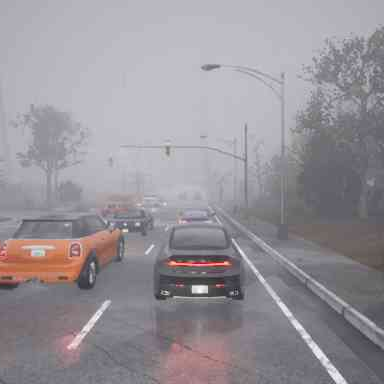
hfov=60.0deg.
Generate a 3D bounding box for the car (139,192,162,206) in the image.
[{"bbox_3d":[-6.297,1.220,50.583,2.150,2.045,5.566,0,0,1],"label":"car"}]

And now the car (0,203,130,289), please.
[{"bbox_3d":[-3.325,1.352,9.351,2.097,1.767,4.553,0,0,1],"label":"car"}]

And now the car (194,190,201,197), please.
[{"bbox_3d":[1.485,0.316,85.587,1.837,1.490,4.892,0,3,1],"label":"car"}]

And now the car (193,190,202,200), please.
[{"bbox_3d":[1.281,1.053,75.173,2.033,1.411,5.357,0,3,1],"label":"car"}]

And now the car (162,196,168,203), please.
[{"bbox_3d":[-5.923,1.474,66.156,1.994,1.385,4.181,0,1,2],"label":"car"}]

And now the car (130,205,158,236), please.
[{"bbox_3d":[-3.242,1.601,18.437,1.895,1.301,4.718,0,0,0],"label":"car"}]

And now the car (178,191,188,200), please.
[{"bbox_3d":[-2.218,1.013,75.239,1.837,1.490,4.892,0,3,1],"label":"car"}]

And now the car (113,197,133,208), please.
[{"bbox_3d":[-9.851,1.504,47.911,1.837,1.490,4.892,0,0,1],"label":"car"}]

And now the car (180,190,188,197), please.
[{"bbox_3d":[-2.015,0.341,85.657,1.812,1.442,4.674,0,3,1],"label":"car"}]

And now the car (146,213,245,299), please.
[{"bbox_3d":[0.164,1.505,8.410,1.837,1.490,4.892,0,0,1],"label":"car"}]

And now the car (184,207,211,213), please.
[{"bbox_3d":[0.260,1.526,17.484,1.812,1.442,4.674,0,0,3],"label":"car"}]

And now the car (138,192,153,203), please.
[{"bbox_3d":[-9.373,1.089,67.731,2.150,2.045,5.566,0,2,1],"label":"car"}]

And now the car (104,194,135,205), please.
[{"bbox_3d":[-6.692,1.223,30.527,2.150,2.045,5.566,0,0,1],"label":"car"}]
